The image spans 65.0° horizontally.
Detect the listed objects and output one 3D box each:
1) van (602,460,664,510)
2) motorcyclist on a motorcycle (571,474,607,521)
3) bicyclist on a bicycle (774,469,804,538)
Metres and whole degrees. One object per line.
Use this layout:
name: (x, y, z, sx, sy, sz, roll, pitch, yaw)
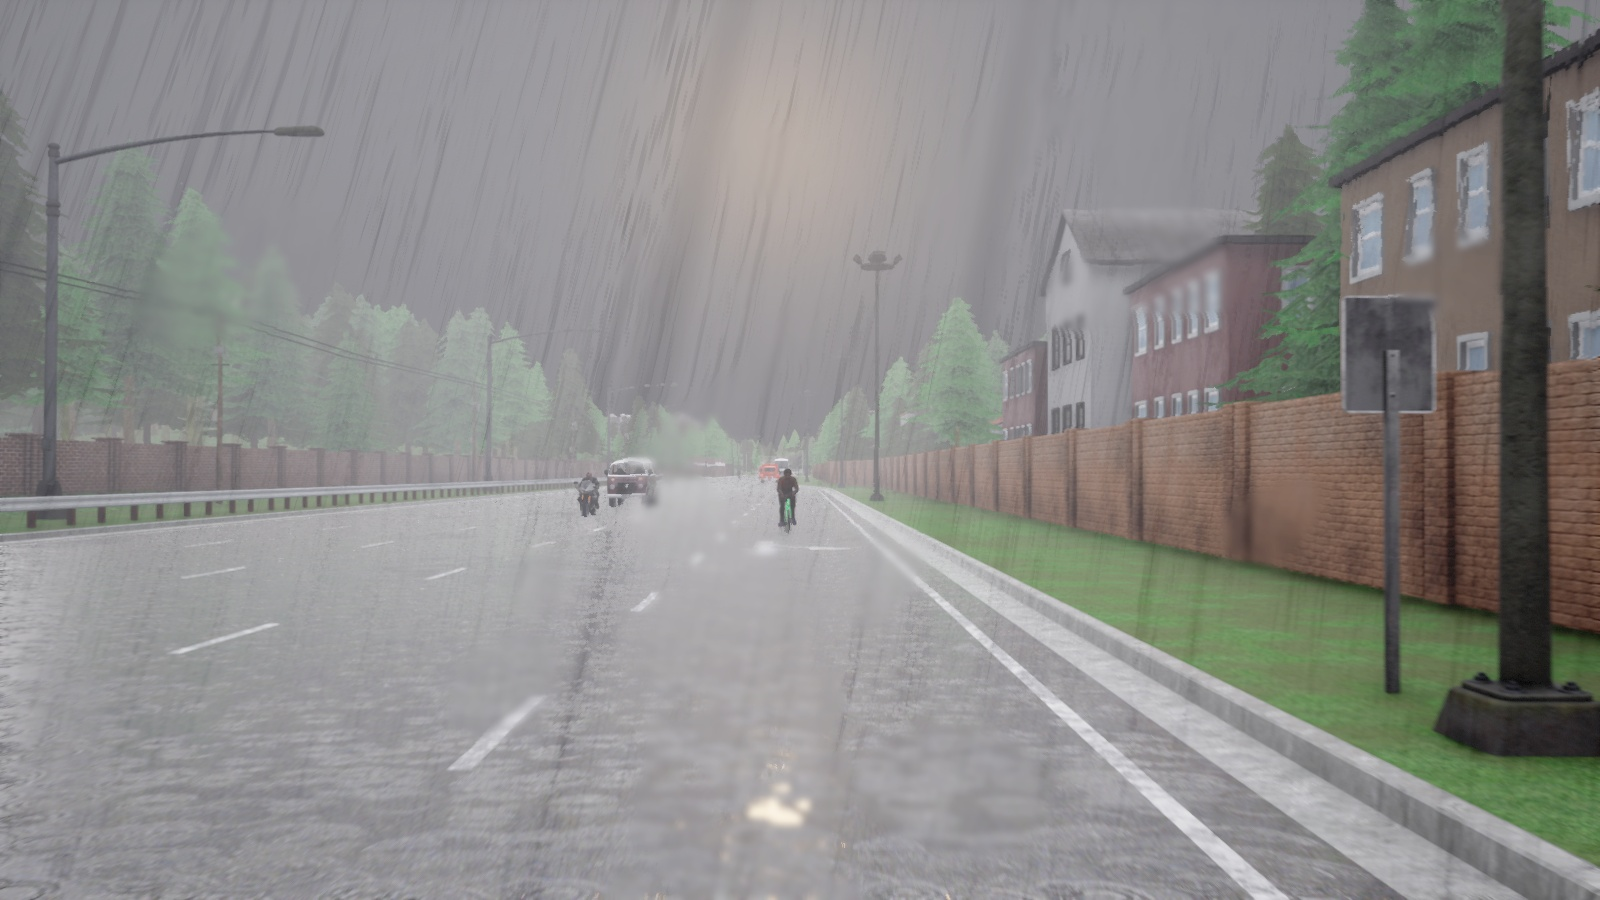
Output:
van: (-7.133, 1.470, 53.988, 2.069, 2.038, 4.480, 0, -1, 0)
motorcyclist on a motorcycle: (-7.104, 1.588, 42.391, 0.866, 1.530, 2.191, 0, -1, 0)
bicyclist on a bicycle: (-0.275, 1.283, 30.708, 0.582, 1.620, 1.656, -1, -1, -4)
